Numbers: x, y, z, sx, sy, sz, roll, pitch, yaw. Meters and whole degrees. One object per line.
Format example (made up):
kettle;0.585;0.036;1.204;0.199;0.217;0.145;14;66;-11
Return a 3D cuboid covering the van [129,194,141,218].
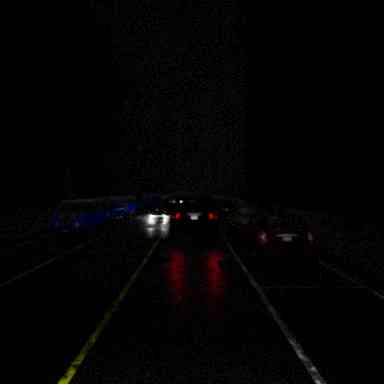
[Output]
van;-5.757;1.197;28.429;1.690;1.788;3.998;0;0;0

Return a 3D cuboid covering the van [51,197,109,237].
van;-5.759;1.252;17.192;1.690;1.788;3.998;0;0;0

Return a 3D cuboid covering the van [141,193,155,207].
van;-5.756;1.143;39.666;1.690;1.788;3.998;0;0;0

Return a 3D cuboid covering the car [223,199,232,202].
car;2.768;1.421;28.436;1.947;1.339;4.313;0;0;0

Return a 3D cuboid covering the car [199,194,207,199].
car;2.775;1.153;84.623;2.008;1.369;4.403;0;0;0

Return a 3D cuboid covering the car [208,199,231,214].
car;2.768;1.394;34.054;1.947;1.339;4.313;0;0;0

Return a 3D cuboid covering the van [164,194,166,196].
van;-5.753;1.064;56.521;1.690;1.788;3.998;0;0;0

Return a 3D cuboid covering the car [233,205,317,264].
car;2.766;1.379;11.579;1.967;1.590;4.097;0;0;0

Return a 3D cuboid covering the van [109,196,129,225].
van;-5.758;1.224;22.811;1.690;1.788;3.998;0;0;0

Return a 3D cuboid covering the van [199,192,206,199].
van;2.776;0.921;90.240;1.690;1.788;3.998;0;0;0

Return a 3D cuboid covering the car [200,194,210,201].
car;2.774;1.200;73.385;2.008;1.369;4.403;0;0;0

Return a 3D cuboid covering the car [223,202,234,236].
car;2.766;1.435;17.368;1.752;1.417;4.829;0;0;0

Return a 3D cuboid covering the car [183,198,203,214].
car;0.103;1.355;33.755;1.812;1.442;4.674;0;0;0

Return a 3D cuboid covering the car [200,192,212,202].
car;2.773;0.988;67.766;2.192;1.841;5.009;0;0;0

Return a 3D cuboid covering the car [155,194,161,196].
car;-5.755;1.320;45.285;1.887;1.381;4.507;0;0;0

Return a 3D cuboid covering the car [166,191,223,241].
car;0.100;1.137;16.377;2.150;2.045;5.566;0;0;0

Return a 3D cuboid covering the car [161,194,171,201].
car;-5.751;1.175;73.206;1.752;1.417;4.829;0;0;0

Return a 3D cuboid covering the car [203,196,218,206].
car;2.771;1.315;50.911;1.947;1.339;4.313;0;0;0

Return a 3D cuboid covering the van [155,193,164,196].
van;-5.754;1.090;50.902;1.690;1.788;3.998;0;0;0

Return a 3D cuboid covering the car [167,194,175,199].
car;-5.749;1.125;90.231;1.887;1.381;4.507;0;0;0

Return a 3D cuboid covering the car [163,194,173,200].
car;-5.751;1.176;79.001;2.008;1.369;4.403;0;0;0

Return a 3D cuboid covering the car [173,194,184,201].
car;-2.989;1.141;72.982;2.128;1.511;4.902;0;0;0

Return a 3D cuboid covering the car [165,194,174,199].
car;-5.750;1.147;84.613;1.887;1.381;4.507;0;0;0

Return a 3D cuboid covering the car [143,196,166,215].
car;-3.093;1.404;31.610;1.994;1.385;4.181;0;0;0

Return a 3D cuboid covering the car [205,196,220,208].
car;2.770;1.299;45.462;1.752;1.417;4.829;0;0;0
